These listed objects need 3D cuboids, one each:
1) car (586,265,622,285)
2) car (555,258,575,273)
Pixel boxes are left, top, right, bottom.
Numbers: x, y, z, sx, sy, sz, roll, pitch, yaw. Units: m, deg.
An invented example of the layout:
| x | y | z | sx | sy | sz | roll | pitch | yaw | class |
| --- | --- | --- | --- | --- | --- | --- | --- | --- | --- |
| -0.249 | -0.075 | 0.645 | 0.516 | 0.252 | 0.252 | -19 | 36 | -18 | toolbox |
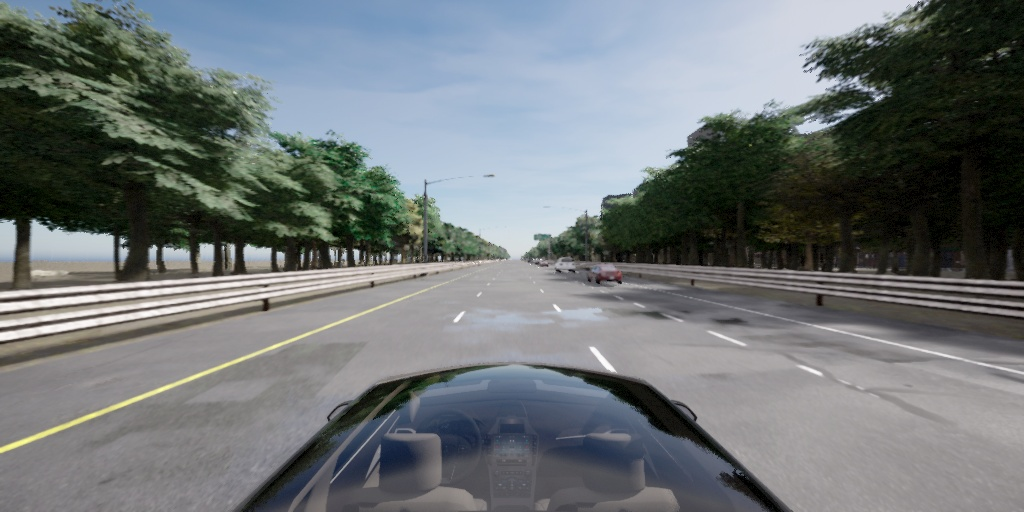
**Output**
| x | y | z | sx | sy | sz | roll | pitch | yaw | class |
| --- | --- | --- | --- | --- | --- | --- | --- | --- | --- |
| 7.028 | 1.389 | 27.468 | 1.812 | 1.442 | 4.674 | 0 | 0 | 0 | car |
| 7.107 | 1.243 | 48.627 | 2.150 | 2.045 | 5.566 | 0 | 0 | 0 | car |
